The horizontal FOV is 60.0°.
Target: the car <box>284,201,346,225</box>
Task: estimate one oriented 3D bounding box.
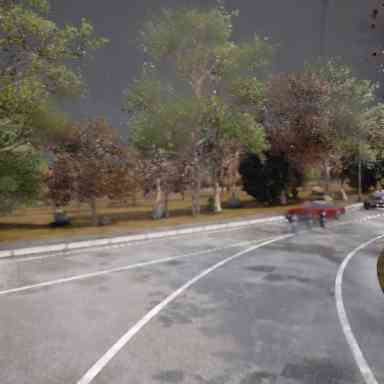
[{"bbox_3d":[8.104,1.290,21.857,4.718,1.301,1.895,-3,2,-39],"label":"car"}]

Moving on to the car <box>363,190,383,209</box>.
[{"bbox_3d":[16.438,0.620,28.256,4.892,1.490,1.837,-5,3,-35],"label":"car"}]
